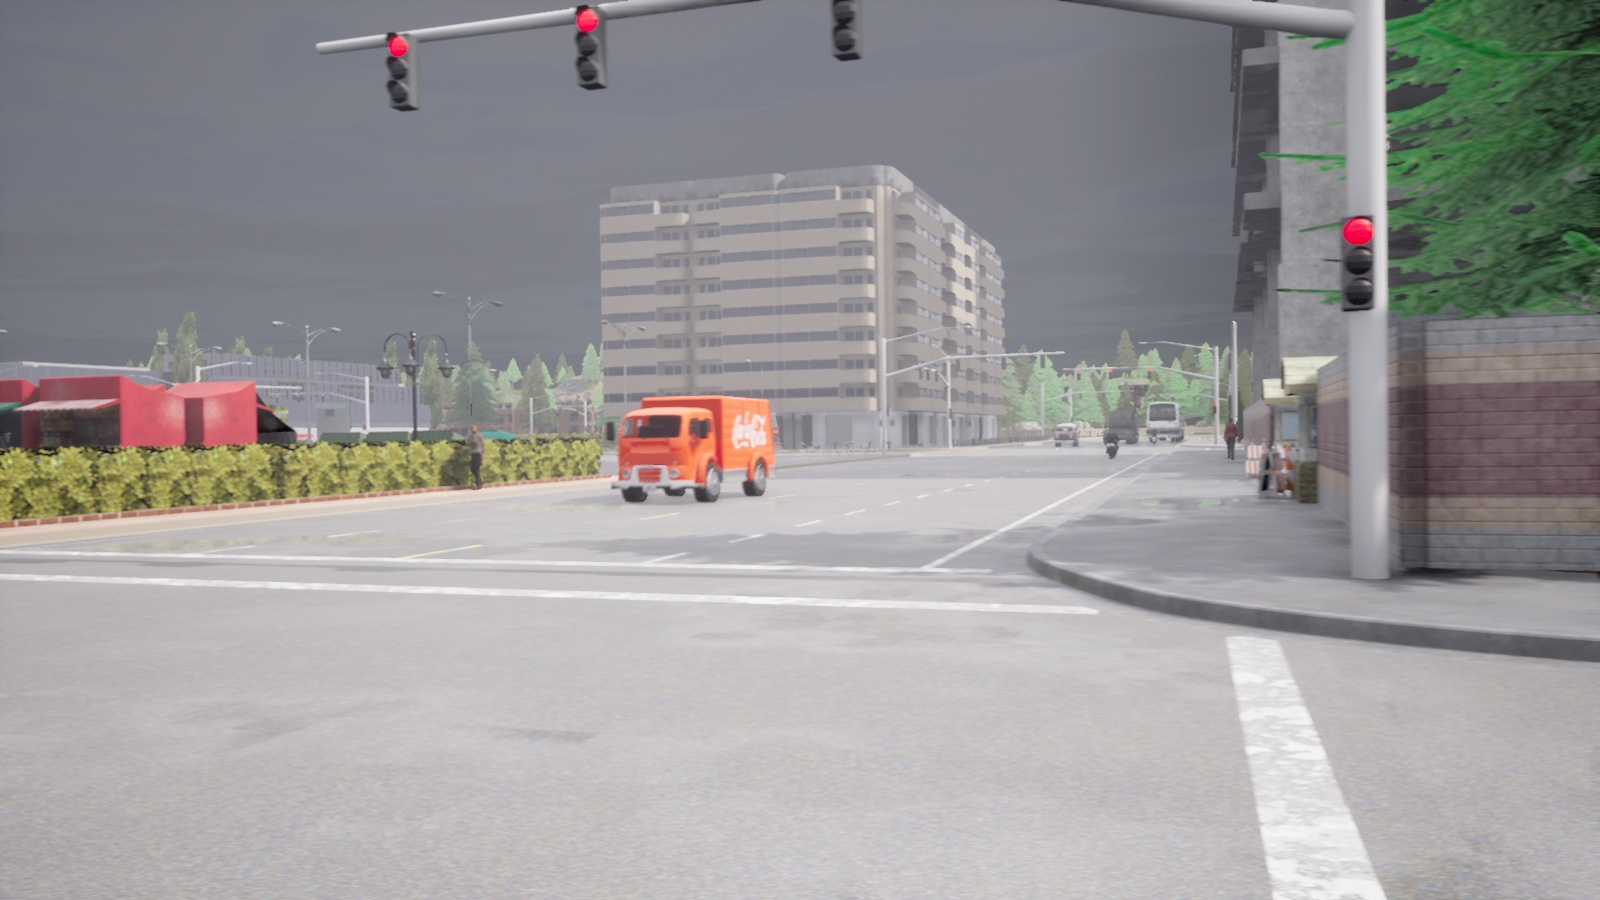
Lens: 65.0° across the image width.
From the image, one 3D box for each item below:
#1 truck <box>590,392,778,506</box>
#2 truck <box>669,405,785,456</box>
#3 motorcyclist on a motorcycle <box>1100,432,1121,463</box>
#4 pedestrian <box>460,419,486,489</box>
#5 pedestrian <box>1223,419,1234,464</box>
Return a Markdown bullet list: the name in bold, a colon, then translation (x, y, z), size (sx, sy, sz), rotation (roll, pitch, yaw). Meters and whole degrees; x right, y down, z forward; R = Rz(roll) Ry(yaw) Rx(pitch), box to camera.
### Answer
- **truck**: translation (-2.632, -0.053, 30.153), size (2.627, 2.467, 5.204), rotation (0, 1, 18)
- **truck**: translation (-5.635, -1.482, 96.878), size (8.468, 3.827, 2.891), rotation (0, 1, 18)
- **motorcyclist on a motorcycle**: translation (15.850, -0.127, 64.053), size (0.866, 1.530, 2.191), rotation (0, 1, 18)
- **pedestrian**: translation (-8.802, 0.099, 33.824), size (0.331, 1.846, 0.634), rotation (0, 1, 22)
- **pedestrian**: translation (17.784, -0.371, 52.100), size (0.331, 1.846, 0.636), rotation (0, 1, 12)
